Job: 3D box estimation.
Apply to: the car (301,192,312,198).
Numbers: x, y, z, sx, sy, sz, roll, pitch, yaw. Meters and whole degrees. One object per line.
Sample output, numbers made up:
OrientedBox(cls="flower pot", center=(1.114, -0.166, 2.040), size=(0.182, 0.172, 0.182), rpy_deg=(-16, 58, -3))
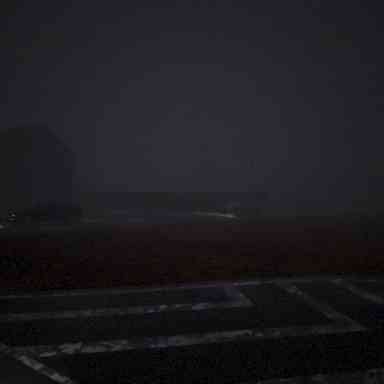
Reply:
OrientedBox(cls="car", center=(30.036, 1.595, 86.833), size=(2.242, 1.667, 4.611), rpy_deg=(0, 0, 35))

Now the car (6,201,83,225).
OrientedBox(cls="car", center=(-10.084, 1.406, 22.968), size=(4.892, 1.490, 1.837), rpy_deg=(0, 0, -38))

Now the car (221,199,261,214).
OrientedBox(cls="car", center=(5.104, 1.504, 34.515), size=(4.674, 1.442, 1.812), rpy_deg=(0, 0, -34))
